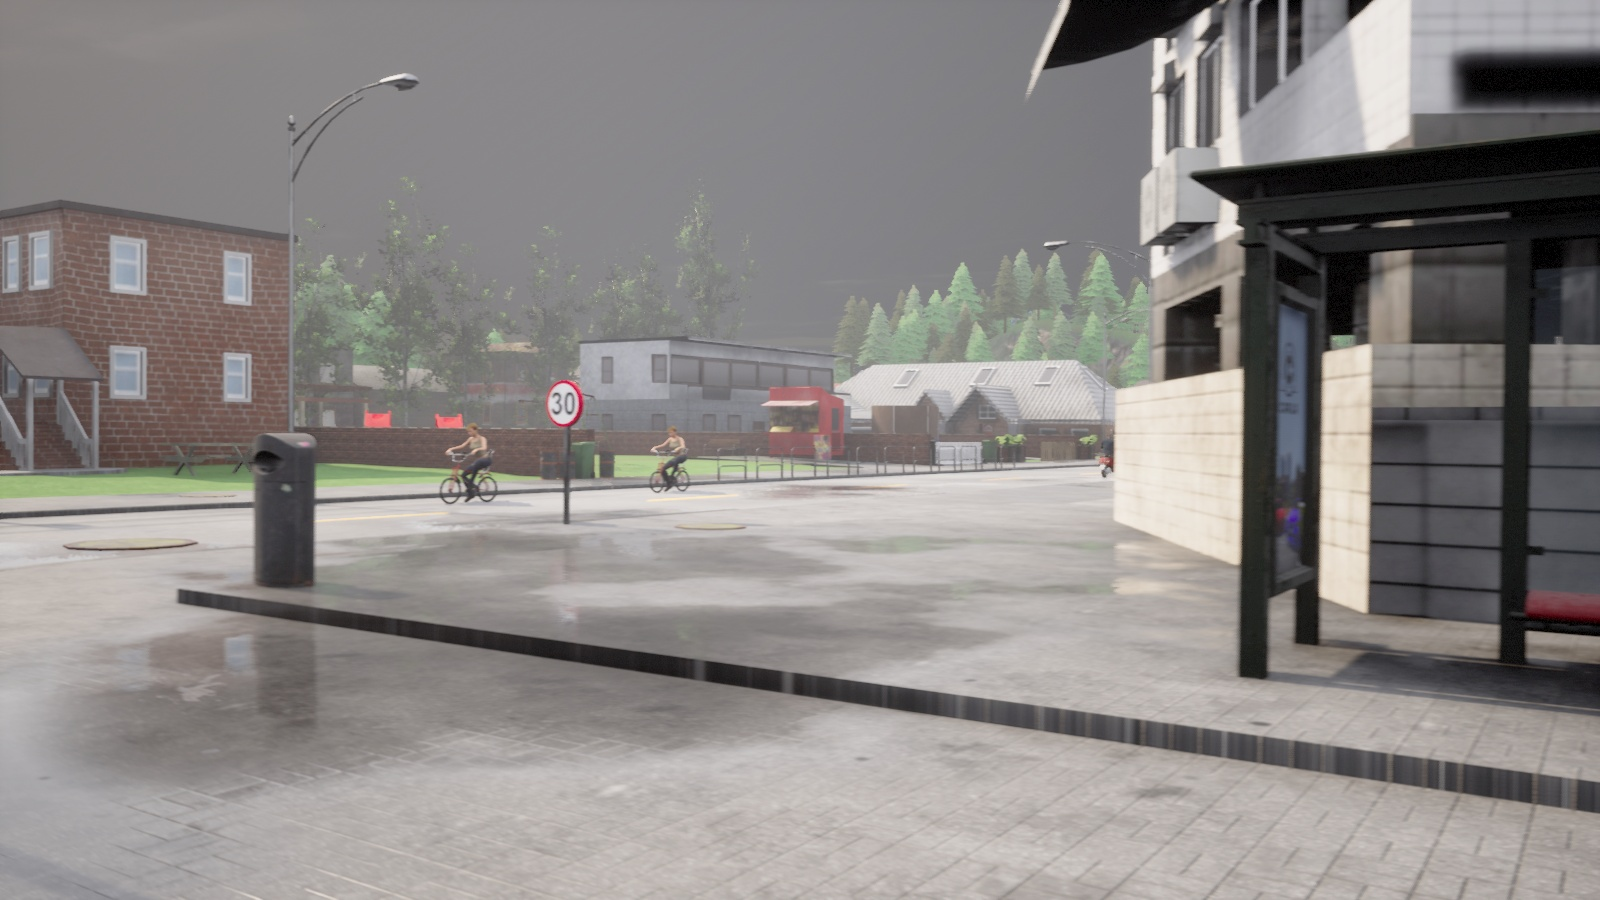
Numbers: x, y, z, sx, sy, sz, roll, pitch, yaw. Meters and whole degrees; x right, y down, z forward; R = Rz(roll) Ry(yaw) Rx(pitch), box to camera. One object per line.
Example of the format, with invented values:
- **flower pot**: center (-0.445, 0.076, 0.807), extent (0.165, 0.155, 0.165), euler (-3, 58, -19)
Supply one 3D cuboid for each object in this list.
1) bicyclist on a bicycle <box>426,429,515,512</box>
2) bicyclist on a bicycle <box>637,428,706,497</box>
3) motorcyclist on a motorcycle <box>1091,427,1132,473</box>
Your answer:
- **bicyclist on a bicycle**: center (-6.574, 0.384, 25.103), extent (0.866, 1.612, 1.509), euler (0, 1, 34)
- **bicyclist on a bicycle**: center (-3.096, 0.281, 30.346), extent (0.866, 1.612, 1.509), euler (0, 1, 34)
- **motorcyclist on a motorcycle**: center (11.019, -0.021, 44.387), extent (0.866, 1.590, 1.817), euler (0, 1, 34)
